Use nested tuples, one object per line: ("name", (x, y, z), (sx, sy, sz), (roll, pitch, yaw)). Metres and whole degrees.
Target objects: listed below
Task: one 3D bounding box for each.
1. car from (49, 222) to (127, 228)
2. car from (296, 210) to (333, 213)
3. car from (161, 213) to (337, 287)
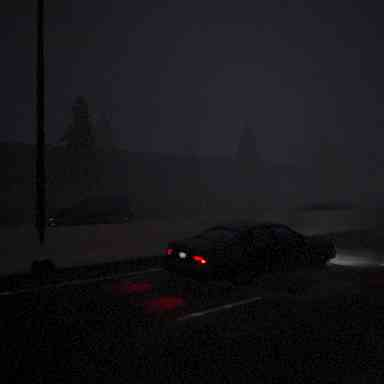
("car", (-5.454, 1.558, 17.299), (4.181, 1.385, 1.994), (0, 0, -35))
("car", (8.242, 1.482, 22.770), (4.892, 1.490, 1.837), (0, 0, -36))
("car", (1.803, 1.539, 9.319), (5.357, 1.411, 2.033), (0, 0, -36))
